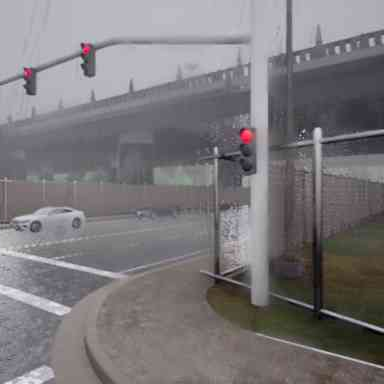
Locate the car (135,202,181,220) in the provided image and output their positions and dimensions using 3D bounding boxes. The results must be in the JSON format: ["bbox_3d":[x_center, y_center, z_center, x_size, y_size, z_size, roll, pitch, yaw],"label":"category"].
[{"bbox_3d":[-2.990,1.615,29.631,2.128,1.511,4.902,0,0,35],"label":"car"}]

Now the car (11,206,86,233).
[{"bbox_3d":[-8.975,1.649,21.166,1.812,1.442,4.674,0,0,33],"label":"car"}]
